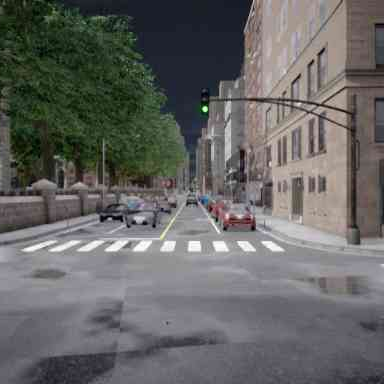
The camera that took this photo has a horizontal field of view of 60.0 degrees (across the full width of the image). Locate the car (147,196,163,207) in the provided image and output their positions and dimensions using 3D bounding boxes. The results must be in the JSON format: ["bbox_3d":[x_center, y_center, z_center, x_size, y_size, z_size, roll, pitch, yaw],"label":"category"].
[{"bbox_3d":[-5.858,1.430,52.941,1.967,1.590,4.097,0,0,0],"label":"car"}]

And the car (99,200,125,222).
[{"bbox_3d":[-5.857,1.561,25.904,1.947,1.339,4.313,0,0,0],"label":"car"}]

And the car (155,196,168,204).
[{"bbox_3d":[-5.859,1.539,63.755,2.008,1.369,4.403,0,0,0],"label":"car"}]

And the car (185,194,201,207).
[{"bbox_3d":[-0.002,1.495,51.491,1.837,1.490,4.892,0,0,0],"label":"car"}]

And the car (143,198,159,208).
[{"bbox_3d":[-5.859,1.573,47.533,1.802,1.307,4.206,0,0,0],"label":"car"}]

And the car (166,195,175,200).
[{"bbox_3d":[-5.861,1.531,90.792,2.008,1.369,4.403,0,0,0],"label":"car"}]

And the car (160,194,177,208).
[{"bbox_3d":[-3.076,1.470,47.012,1.882,1.535,5.008,0,1,0],"label":"car"}]

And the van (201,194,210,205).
[{"bbox_3d":[2.667,1.331,52.929,1.690,1.788,3.998,0,0,0],"label":"van"}]

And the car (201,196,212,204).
[{"bbox_3d":[2.666,1.554,63.745,1.947,1.339,4.313,0,0,0],"label":"car"}]

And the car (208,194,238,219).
[{"bbox_3d":[2.669,1.310,25.888,2.192,1.841,5.009,0,0,0],"label":"car"}]

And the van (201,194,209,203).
[{"bbox_3d":[2.666,1.328,69.154,1.690,1.788,3.998,0,0,0],"label":"van"}]

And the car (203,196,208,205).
[{"bbox_3d":[2.667,1.574,42.113,1.802,1.307,4.206,0,0,0],"label":"car"}]

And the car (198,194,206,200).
[{"bbox_3d":[2.665,1.421,90.787,1.967,1.590,4.097,0,0,0],"label":"car"}]

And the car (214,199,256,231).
[{"bbox_3d":[2.669,1.436,20.479,1.967,1.590,4.097,0,0,0],"label":"car"}]

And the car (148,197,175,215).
[{"bbox_3d":[-3.100,1.558,34.018,1.994,1.385,4.181,0,0,0],"label":"car"}]

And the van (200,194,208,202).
[{"bbox_3d":[2.666,1.327,74.561,1.690,1.788,3.998,0,0,0],"label":"van"}]

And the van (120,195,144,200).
[{"bbox_3d":[-5.857,1.335,31.311,1.690,1.788,3.998,0,0,0],"label":"van"}]

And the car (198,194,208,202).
[{"bbox_3d":[2.666,1.299,79.971,2.192,1.841,5.009,0,0,0],"label":"car"}]

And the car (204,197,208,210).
[{"bbox_3d":[2.668,1.538,36.704,1.887,1.381,4.507,0,0,0],"label":"car"}]

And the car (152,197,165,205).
[{"bbox_3d":[-5.859,1.534,58.348,1.887,1.381,4.507,0,0,0],"label":"car"}]

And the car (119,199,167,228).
[{"bbox_3d":[-3.097,1.488,22.055,2.128,1.511,4.902,0,0,0],"label":"car"}]

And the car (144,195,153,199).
[{"bbox_3d":[-5.858,1.433,36.719,1.967,1.590,4.097,0,0,0],"label":"car"}]
